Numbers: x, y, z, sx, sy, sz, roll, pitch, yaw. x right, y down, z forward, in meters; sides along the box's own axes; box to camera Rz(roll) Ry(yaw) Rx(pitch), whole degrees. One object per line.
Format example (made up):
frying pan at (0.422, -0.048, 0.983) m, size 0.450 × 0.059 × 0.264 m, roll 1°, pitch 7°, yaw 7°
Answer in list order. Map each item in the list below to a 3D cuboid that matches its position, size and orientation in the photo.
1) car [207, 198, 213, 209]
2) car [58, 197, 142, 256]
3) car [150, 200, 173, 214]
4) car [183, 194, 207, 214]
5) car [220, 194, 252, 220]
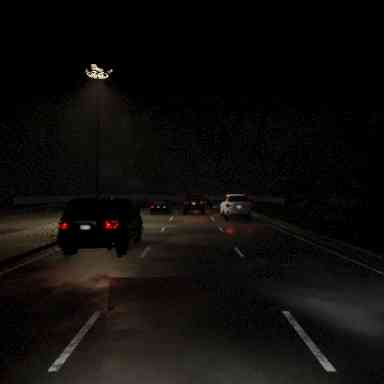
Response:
car at (1.620, 1.491, 44.551) m, size 2.128 × 1.511 × 4.902 m, roll 0°, pitch 0°, yaw 12°
car at (-3.401, 1.221, 13.278) m, size 2.150 × 2.045 × 5.566 m, roll 0°, pitch 0°, yaw 0°
car at (-3.226, 1.546, 35.614) m, size 2.033 × 1.411 × 5.357 m, roll 0°, pitch 0°, yaw 3°
car at (0.277, 1.221, 34.783) m, size 2.150 × 2.045 × 5.566 m, roll 0°, pitch 0°, yaw 2°
car at (3.610, 1.218, 28.057) m, size 2.150 × 2.045 × 5.566 m, roll 0°, pitch 0°, yaw 1°
